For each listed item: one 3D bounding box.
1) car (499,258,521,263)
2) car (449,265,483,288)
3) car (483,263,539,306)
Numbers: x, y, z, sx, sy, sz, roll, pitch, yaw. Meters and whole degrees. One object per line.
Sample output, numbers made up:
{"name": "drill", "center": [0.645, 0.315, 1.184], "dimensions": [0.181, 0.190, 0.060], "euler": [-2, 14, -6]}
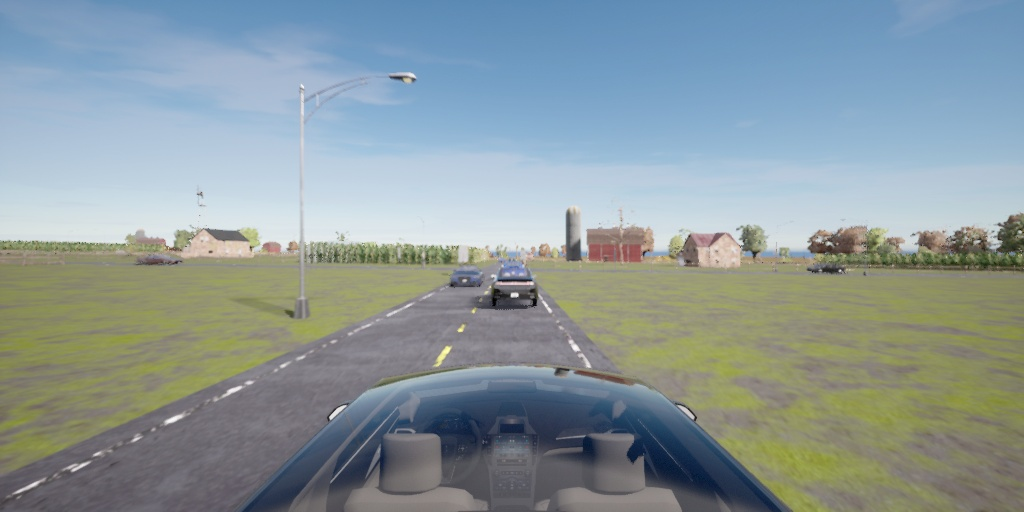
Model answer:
{"name": "car", "center": [0.095, 1.189, 30.825], "dimensions": [1.882, 1.535, 5.008], "euler": [0, 0, 0]}
{"name": "car", "center": [-2.845, 1.283, 23.438], "dimensions": [1.994, 1.385, 4.181], "euler": [0, 0, 0]}
{"name": "car", "center": [0.098, 1.220, 15.493], "dimensions": [2.128, 1.511, 4.902], "euler": [0, 0, 0]}
